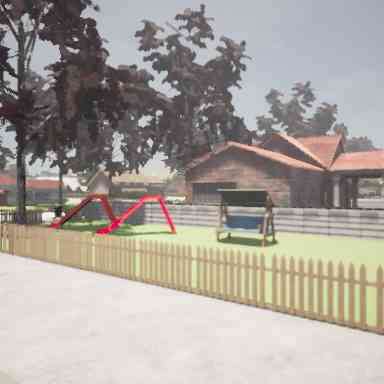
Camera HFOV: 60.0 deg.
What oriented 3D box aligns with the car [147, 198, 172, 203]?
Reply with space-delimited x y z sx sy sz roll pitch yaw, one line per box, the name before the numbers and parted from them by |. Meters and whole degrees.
car | -4.773 1.580 48.563 1.994 1.385 4.181 0 0 36
